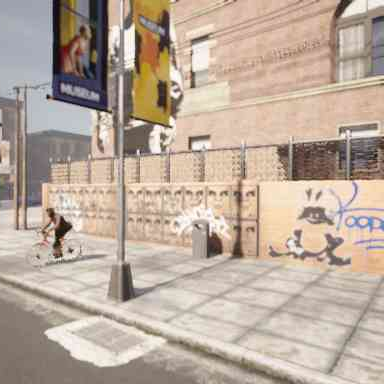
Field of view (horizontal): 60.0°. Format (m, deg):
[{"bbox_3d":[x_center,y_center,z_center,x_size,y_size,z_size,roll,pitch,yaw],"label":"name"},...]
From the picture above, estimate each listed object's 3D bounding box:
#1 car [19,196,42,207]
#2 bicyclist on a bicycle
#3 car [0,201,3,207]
[{"bbox_3d":[-21.635,1.261,44.699,1.812,1.442,4.674,0,0,15],"label":"car"},{"bbox_3d":[-3.825,1.249,9.327,0.582,1.620,1.656,0,1,39],"label":"bicyclist on a bicycle"},{"bbox_3d":[-25.902,1.250,41.575,1.812,1.442,4.674,0,0,8],"label":"car"}]
